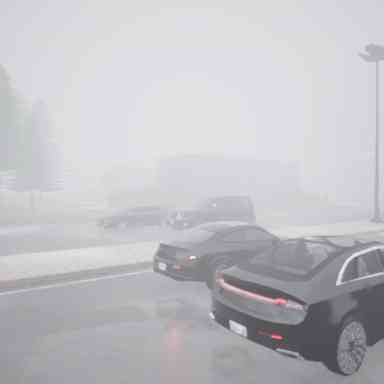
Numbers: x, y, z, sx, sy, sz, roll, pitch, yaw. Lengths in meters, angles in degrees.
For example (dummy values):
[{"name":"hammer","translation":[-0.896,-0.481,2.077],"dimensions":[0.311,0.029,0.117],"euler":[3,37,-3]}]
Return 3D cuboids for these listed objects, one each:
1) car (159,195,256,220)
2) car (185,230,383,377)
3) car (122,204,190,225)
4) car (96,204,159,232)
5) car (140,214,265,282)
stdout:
[{"name":"car","translation":[1.223,1.211,18.979],"dimensions":[5.566,2.045,2.150],"euler":[0,0,-35]},{"name":"car","translation":[2.550,1.487,5.563],"dimensions":[4.902,1.511,2.128],"euler":[0,0,-36]},{"name":"car","translation":[-2.656,1.591,24.804],"dimensions":[4.718,1.301,1.895],"euler":[0,0,-35]},{"name":"car","translation":[-3.265,1.498,20.077],"dimensions":[4.892,1.490,1.837],"euler":[0,0,-35]},{"name":"car","translation":[1.200,1.521,8.901],"dimensions":[4.674,1.442,1.812],"euler":[0,0,-36]}]
